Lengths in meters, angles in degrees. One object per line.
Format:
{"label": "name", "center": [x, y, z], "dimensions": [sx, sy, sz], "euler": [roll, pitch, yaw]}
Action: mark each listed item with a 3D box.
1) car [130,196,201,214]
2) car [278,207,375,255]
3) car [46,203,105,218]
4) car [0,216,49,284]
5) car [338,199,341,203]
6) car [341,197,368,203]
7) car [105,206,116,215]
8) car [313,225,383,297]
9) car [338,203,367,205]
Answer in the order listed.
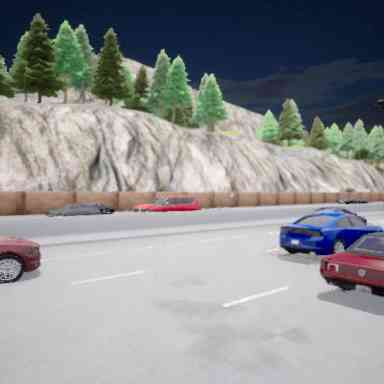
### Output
{"label": "car", "center": [-1.805, 1.286, 24.851], "dimensions": [5.566, 2.045, 2.150], "euler": [0, 0, -38]}
{"label": "car", "center": [5.341, 1.508, 12.447], "dimensions": [5.008, 1.535, 1.882], "euler": [0, 0, -38]}
{"label": "car", "center": [-9.777, 1.637, 27.498], "dimensions": [4.181, 1.385, 1.994], "euler": [0, 0, -38]}
{"label": "car", "center": [-6.376, 1.501, 8.021], "dimensions": [5.008, 1.535, 1.882], "euler": [0, 0, -35]}
{"label": "car", "center": [29.256, 1.669, 62.427], "dimensions": [4.902, 1.511, 2.128], "euler": [0, 0, -38]}
{"label": "car", "center": [28.291, 1.735, 57.252], "dimensions": [4.718, 1.301, 1.895], "euler": [0, 0, -38]}
{"label": "car", "center": [-9.855, 1.684, 31.882], "dimensions": [4.718, 1.301, 1.895], "euler": [0, 0, -38]}
{"label": "car", "center": [5.110, 1.619, 7.832], "dimensions": [4.718, 1.301, 1.895], "euler": [0, 0, -38]}
{"label": "car", "center": [8.207, 1.571, 19.113], "dimensions": [4.674, 1.442, 1.812], "euler": [0, 0, -38]}
